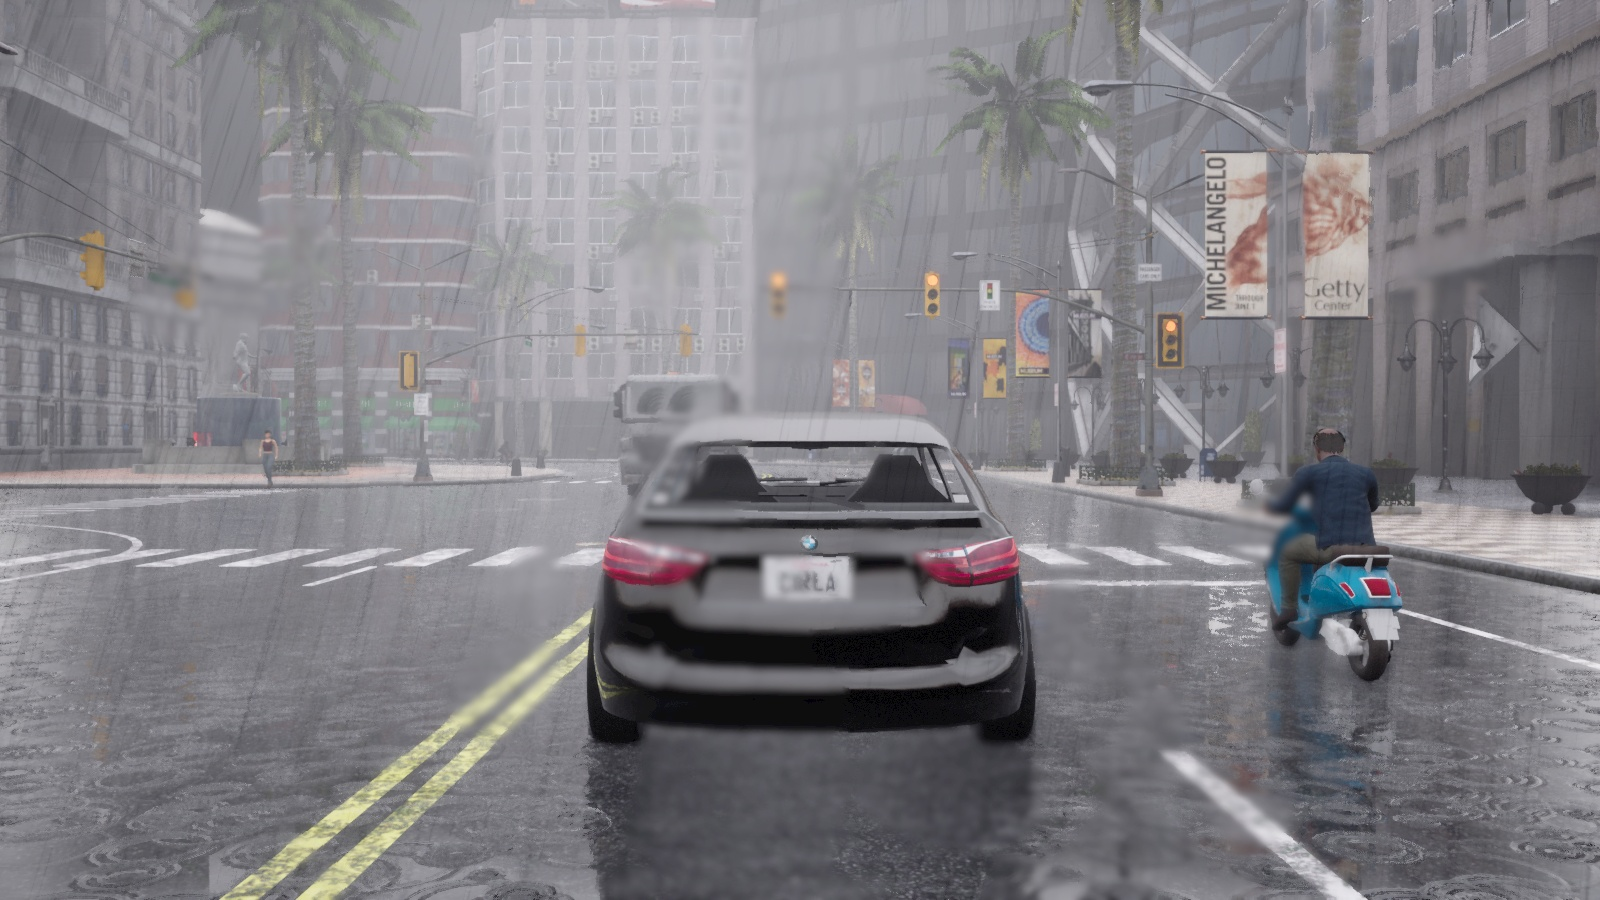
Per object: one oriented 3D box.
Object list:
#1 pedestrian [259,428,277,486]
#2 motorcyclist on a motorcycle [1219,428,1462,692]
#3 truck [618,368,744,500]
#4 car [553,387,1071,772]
[{"bbox_3d":[-16.805,0.224,39.667,0.345,1.836,0.594,0,0,-1],"label":"pedestrian"},{"bbox_3d":[3.552,0.655,8.461,0.866,1.590,1.817,0,0,1],"label":"motorcyclist on a motorcycle"},{"bbox_3d":[-3.286,-0.446,36.793,2.891,3.462,7.936,0,0,0],"label":"truck"},{"bbox_3d":[0.062,0.547,7.745,2.242,1.667,4.611,0,0,0],"label":"car"}]
